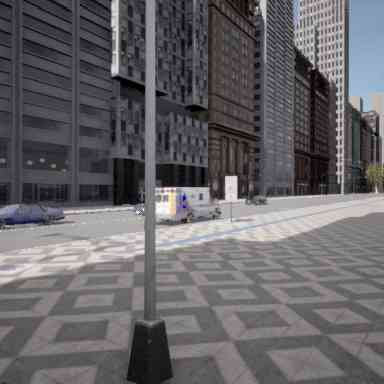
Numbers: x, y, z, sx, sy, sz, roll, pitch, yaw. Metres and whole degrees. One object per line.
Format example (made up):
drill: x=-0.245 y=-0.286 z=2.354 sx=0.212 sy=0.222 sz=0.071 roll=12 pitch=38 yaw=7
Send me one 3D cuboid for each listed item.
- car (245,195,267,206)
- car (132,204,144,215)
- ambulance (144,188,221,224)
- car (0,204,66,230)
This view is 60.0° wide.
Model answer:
car: x=9.461 y=1.198 z=48.791 sx=1.837 sy=1.490 sz=4.892 roll=0 pitch=0 yaw=36
car: x=-3.216 y=1.380 z=31.390 sx=2.033 sy=1.411 sz=5.357 roll=0 pitch=1 yaw=36
ambulance: x=-0.239 y=0.908 z=24.239 sx=2.351 sy=2.431 sz=6.366 roll=0 pitch=0 yaw=36
car: x=-10.738 y=1.462 z=20.979 sx=2.033 sy=1.411 sz=5.357 roll=0 pitch=0 yaw=36
